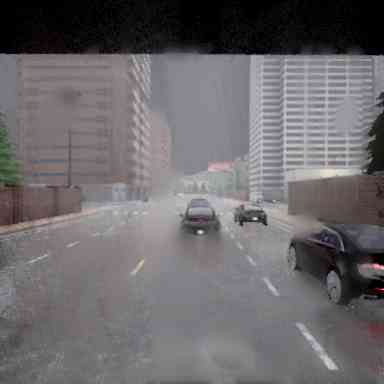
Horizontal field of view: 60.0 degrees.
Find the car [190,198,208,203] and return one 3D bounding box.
[{"bbox_3d":[0.587,1.317,27.965,2.097,1.767,4.553,0,0,0],"label":"car"}]

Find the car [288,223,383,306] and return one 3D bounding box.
[{"bbox_3d":[3.756,1.503,8.025,2.128,1.511,4.902,0,0,1],"label":"car"}]

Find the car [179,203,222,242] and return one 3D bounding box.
[{"bbox_3d":[0.401,1.482,16.436,1.837,1.490,4.892,0,-1,1],"label":"car"}]

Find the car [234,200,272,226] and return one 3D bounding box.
[{"bbox_3d":[4.021,1.516,23.249,1.812,1.442,4.674,0,0,1],"label":"car"}]
